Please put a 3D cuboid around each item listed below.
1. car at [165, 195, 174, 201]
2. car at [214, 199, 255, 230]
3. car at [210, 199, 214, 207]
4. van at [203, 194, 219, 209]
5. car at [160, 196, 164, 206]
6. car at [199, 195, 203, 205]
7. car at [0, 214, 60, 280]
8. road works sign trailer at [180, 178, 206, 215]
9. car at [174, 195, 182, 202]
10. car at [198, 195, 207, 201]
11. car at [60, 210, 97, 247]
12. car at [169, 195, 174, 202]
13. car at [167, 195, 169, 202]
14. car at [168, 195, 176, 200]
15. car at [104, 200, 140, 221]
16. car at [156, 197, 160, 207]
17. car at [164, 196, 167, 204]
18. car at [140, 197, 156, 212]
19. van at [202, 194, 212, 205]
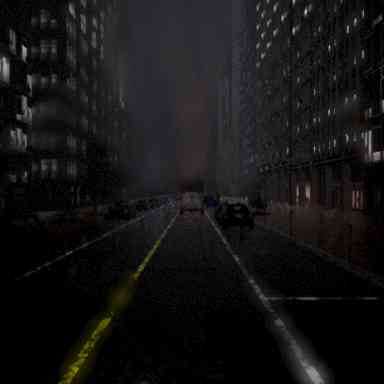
[{"bbox_3d":[-5.697,1.536,83.496,2.008,1.369,4.403,-1,0,0],"label":"car"},{"bbox_3d":[2.682,1.436,20.977,1.967,1.590,4.097,-1,0,0],"label":"car"},{"bbox_3d":[2.683,1.520,26.830,1.752,1.417,4.829,-1,0,0],"label":"car"},{"bbox_3d":[2.681,1.333,43.711,1.690,1.788,3.998,-1,0,0],"label":"van"},{"bbox_3d":[-5.697,1.536,49.395,1.887,1.381,4.507,-1,0,0],"label":"car"},{"bbox_3d":[2.681,1.306,55.078,2.192,1.841,5.009,-1,0,0],"label":"car"},{"bbox_3d":[-5.699,1.438,9.609,1.967,1.590,4.097,-1,0,0],"label":"car"},{"bbox_3d":[-0.007,0.419,33.048,2.380,3.560,2.880,0,1,0],"label":"road works sign trailer"},{"bbox_3d":[-3.000,1.477,76.725,2.033,1.411,5.357,0,0,0],"label":"car"},{"bbox_3d":[2.683,1.536,83.496,2.008,1.369,4.403,-1,0,0],"label":"car"},{"bbox_3d":[-5.698,1.522,15.123,1.752,1.417,4.829,-1,0,0],"label":"car"},{"bbox_3d":[-5.698,1.538,72.129,2.008,1.369,4.403,-1,0,0],"label":"car"},{"bbox_3d":[-5.697,1.572,60.762,1.802,1.307,4.206,-1,0,0],"label":"car"},{"bbox_3d":[-5.697,1.565,94.863,1.802,1.307,4.206,-1,0,0],"label":"car"},{"bbox_3d":[-5.699,1.435,26.660,1.967,1.590,4.097,-1,0,0],"label":"car"},{"bbox_3d":[-5.697,1.558,43.711,1.947,1.339,4.313,-1,0,0],"label":"car"},{"bbox_3d":[-5.698,1.541,55.078,2.008,1.369,4.403,-1,0,0],"label":"car"},{"bbox_3d":[-5.698,1.544,38.027,2.008,1.369,4.403,-1,0,0],"label":"car"},{"bbox_3d":[2.681,1.331,60.762,1.690,1.788,3.998,-1,0,0],"label":"van"}]
